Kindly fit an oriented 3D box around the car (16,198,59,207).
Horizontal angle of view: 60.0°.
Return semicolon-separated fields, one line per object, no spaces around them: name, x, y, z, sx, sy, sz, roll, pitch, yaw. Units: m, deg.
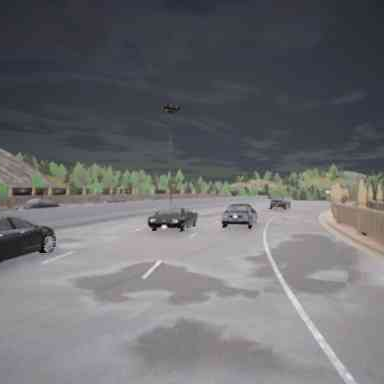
car;-15.357;1.321;33.240;1.812;1.442;4.674;0;0;19

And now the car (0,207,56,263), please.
car;-6.082;1.435;10.280;1.837;1.490;4.892;0;0;7

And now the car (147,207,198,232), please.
car;-0.947;1.516;19.416;1.895;1.301;4.718;0;0;13

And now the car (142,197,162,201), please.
car;-4.950;1.361;40.635;2.033;1.411;5.357;0;0;24

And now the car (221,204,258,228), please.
car;3.158;1.472;21.509;2.033;1.411;5.357;0;0;16

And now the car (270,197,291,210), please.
car;10.871;1.383;40.809;1.837;1.490;4.892;0;0;26

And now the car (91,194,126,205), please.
car;-9.620;1.149;38.642;2.097;1.767;4.553;0;0;22
